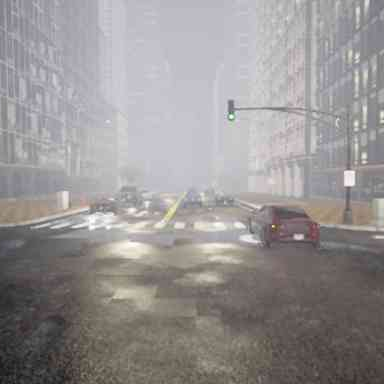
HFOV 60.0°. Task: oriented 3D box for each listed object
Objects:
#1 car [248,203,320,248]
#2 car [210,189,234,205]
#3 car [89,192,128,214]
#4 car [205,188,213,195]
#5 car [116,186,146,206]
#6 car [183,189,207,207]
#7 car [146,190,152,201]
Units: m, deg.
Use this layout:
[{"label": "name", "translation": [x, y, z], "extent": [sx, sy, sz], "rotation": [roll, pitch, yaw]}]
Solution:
[{"label": "car", "translation": [3.354, 1.153, 12.741], "extent": [1.812, 1.442, 4.674], "rotation": [0, 2, 0]}, {"label": "car", "translation": [3.335, 0.679, 35.754], "extent": [1.895, 1.301, 4.718], "rotation": [0, 1, 0]}, {"label": "car", "translation": [-6.604, 0.929, 26.118], "extent": [1.994, 1.385, 4.181], "rotation": [0, 1, 0]}, {"label": "car", "translation": [3.267, -0.077, 61.797], "extent": [2.128, 1.511, 4.902], "rotation": [0, 1, 1]}, {"label": "car", "translation": [-6.594, 0.365, 35.140], "extent": [2.150, 2.045, 5.566], "rotation": [0, 1, 0]}, {"label": "car", "translation": [0.084, 0.709, 33.018], "extent": [2.033, 1.411, 5.357], "rotation": [0, 1, 0]}, {"label": "car", "translation": [-6.521, 0.417, 45.284], "extent": [1.812, 1.442, 4.674], "rotation": [0, 1, 0]}]
